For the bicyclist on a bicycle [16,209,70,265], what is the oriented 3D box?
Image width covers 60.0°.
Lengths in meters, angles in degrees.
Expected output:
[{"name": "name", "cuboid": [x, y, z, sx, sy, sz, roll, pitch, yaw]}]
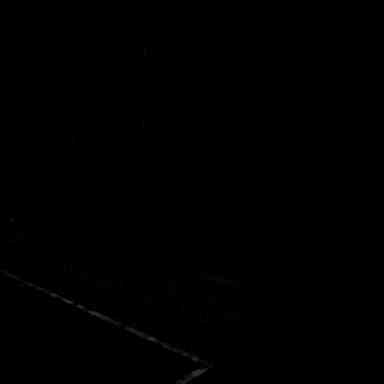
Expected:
[{"name": "bicyclist on a bicycle", "cuboid": [-4.429, 1.327, 10.025, 0.582, 1.620, 1.656, 1, -1, 41]}]
